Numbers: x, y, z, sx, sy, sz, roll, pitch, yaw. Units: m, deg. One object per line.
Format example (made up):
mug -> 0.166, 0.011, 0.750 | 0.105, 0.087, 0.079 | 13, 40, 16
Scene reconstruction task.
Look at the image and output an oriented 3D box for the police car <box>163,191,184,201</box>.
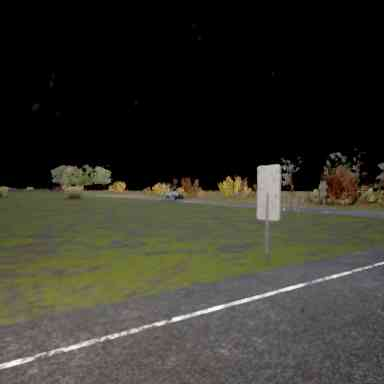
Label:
police car -> -3.079, 0.567, 55.890 | 1.930, 1.638, 5.238 | 1, 0, -32
